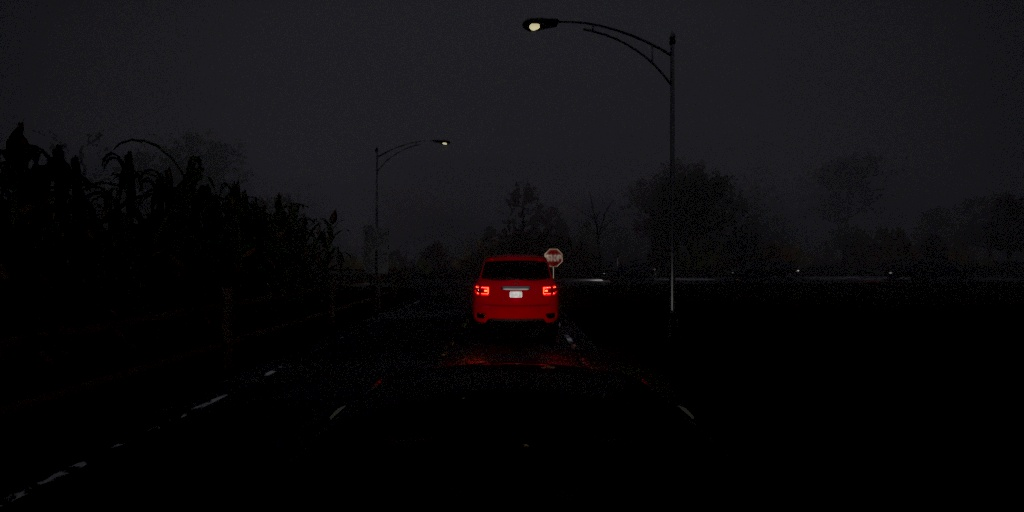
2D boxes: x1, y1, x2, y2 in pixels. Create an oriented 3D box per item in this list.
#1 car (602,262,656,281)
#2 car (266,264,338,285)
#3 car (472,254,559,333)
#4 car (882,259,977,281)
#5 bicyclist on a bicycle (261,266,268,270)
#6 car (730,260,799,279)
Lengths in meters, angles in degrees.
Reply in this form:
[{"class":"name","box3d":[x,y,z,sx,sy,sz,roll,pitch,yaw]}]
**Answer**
[{"class":"car","box3d":[9.375,1.214,28.879,4.181,1.385,1.994,0,0,-3]},{"class":"car","box3d":[-15.456,1.339,26.419,5.008,1.535,1.882,0,0,1]},{"class":"car","box3d":[0.095,0.970,10.833,2.150,2.045,5.566,0,0,0]},{"class":"car","box3d":[29.794,0.984,25.896,4.902,1.511,2.128,-1,0,1]},{"class":"bicyclist on a bicycle","box3d":[-22.471,1.345,32.472,0.582,1.620,1.656,0,0,1]},{"class":"car","box3d":[20.303,1.048,28.957,4.902,1.511,2.128,-1,0,1]}]
